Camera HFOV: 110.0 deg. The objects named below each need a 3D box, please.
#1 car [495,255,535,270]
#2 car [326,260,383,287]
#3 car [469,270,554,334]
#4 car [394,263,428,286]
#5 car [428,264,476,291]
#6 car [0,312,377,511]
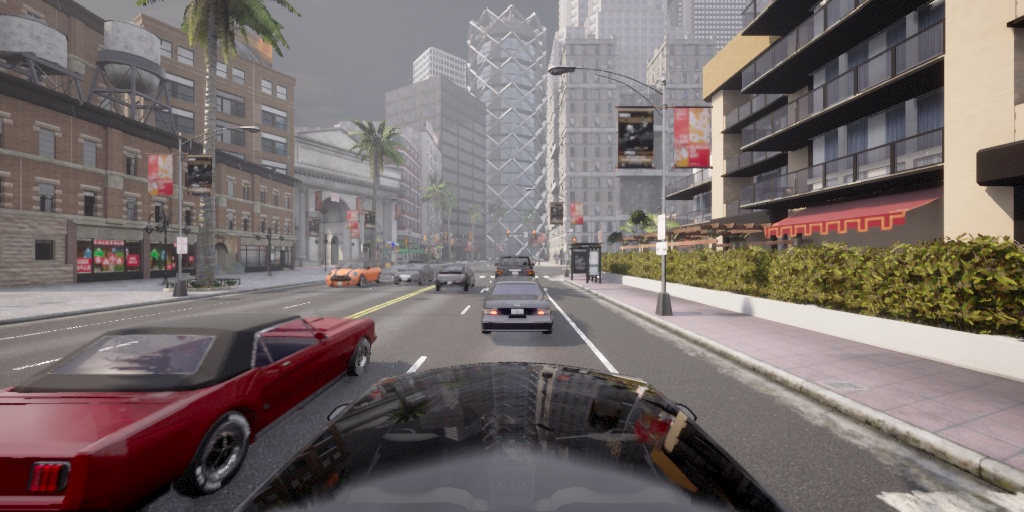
[{"bbox_3d":[0.166,0.971,20.830,2.150,2.045,5.566,0,0,0],"label":"car"},{"bbox_3d":[-10.447,1.101,24.068,2.097,1.767,4.553,0,0,1],"label":"car"},{"bbox_3d":[0.129,1.297,10.579,2.033,1.411,5.357,0,0,0],"label":"car"},{"bbox_3d":[-6.923,1.243,25.644,2.128,1.511,4.902,0,0,1],"label":"car"},{"bbox_3d":[-3.327,1.241,21.687,2.128,1.511,4.902,0,0,0],"label":"car"},{"bbox_3d":[-3.365,1.351,4.416,1.895,1.301,4.718,0,0,0],"label":"car"}]
